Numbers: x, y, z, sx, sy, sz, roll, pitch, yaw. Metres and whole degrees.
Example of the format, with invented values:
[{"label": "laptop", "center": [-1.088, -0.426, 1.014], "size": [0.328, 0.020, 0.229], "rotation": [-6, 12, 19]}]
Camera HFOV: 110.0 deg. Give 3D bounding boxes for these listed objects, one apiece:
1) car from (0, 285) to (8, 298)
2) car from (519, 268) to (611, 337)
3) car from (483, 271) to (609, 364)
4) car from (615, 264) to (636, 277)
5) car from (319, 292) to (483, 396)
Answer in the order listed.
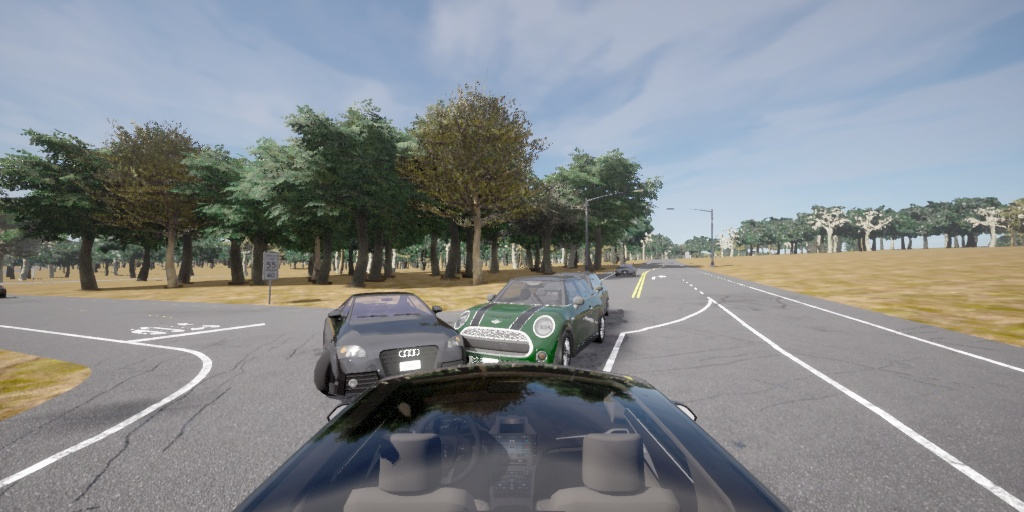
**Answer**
[{"label": "car", "center": [-40.855, 2.561, 27.428], "size": [4.181, 1.385, 1.994], "rotation": [-2, -3, 22]}, {"label": "car", "center": [2.024, 1.344, 12.169], "size": [2.097, 1.767, 4.553], "rotation": [-1, -1, 21]}, {"label": "car", "center": [0.616, 1.218, 7.856], "size": [2.097, 1.767, 4.553], "rotation": [-1, -2, 26]}, {"label": "car", "center": [12.279, 1.532, 38.592], "size": [1.994, 1.385, 4.181], "rotation": [-1, 0, 22]}, {"label": "car", "center": [-2.355, 1.376, 6.652], "size": [1.994, 1.385, 4.181], "rotation": [1, -2, -29]}]
